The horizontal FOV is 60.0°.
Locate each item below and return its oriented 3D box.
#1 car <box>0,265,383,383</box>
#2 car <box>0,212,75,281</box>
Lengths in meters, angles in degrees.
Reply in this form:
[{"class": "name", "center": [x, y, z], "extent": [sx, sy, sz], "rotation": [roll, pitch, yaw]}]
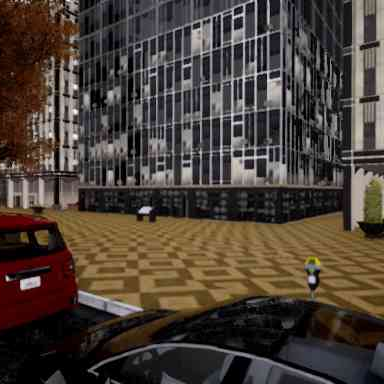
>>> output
[{"class": "car", "center": [0.402, 1.561, 2.594], "extent": [4.313, 1.339, 1.947], "rotation": [0, 0, 36]}, {"class": "car", "center": [-4.086, 1.283, 5.812], "extent": [5.009, 1.841, 2.192], "rotation": [0, 0, 36]}]
